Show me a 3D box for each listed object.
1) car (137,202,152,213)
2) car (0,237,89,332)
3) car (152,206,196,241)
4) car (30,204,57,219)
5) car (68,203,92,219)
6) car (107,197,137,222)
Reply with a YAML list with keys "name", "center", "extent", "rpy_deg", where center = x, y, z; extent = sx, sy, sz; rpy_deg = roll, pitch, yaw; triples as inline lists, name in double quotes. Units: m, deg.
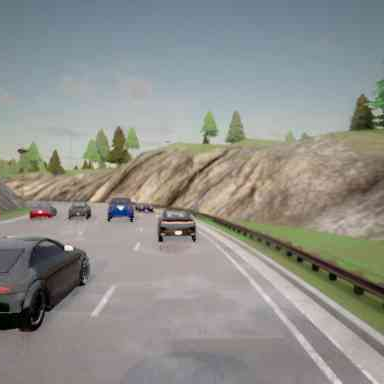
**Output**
- name: "car"
  center: [-6.250, 1.982, 42.637]
  extent: [1.895, 1.301, 4.718]
  rpy_deg: [0, -1, -18]
- name: "car"
  center: [-3.572, 1.628, 6.935]
  extent: [1.994, 1.385, 4.181]
  rpy_deg: [0, -1, -2]
- name: "car"
  center: [-0.917, 1.649, 17.560]
  extent: [2.128, 1.511, 4.902]
  rpy_deg: [0, 0, -7]
- name: "car"
  center: [-14.651, 1.862, 32.923]
  extent: [1.994, 1.385, 4.181]
  rpy_deg: [0, -1, -15]
- name: "car"
  center: [-10.858, 1.783, 32.353]
  extent: [2.128, 1.511, 4.902]
  rpy_deg: [0, -1, -14]
- name: "car"
  center: [-6.392, 1.488, 29.698]
  extent: [2.150, 2.045, 5.566]
  rpy_deg: [0, -1, -13]
